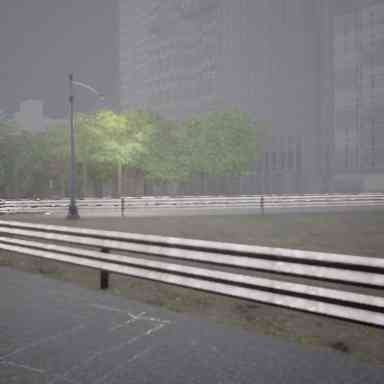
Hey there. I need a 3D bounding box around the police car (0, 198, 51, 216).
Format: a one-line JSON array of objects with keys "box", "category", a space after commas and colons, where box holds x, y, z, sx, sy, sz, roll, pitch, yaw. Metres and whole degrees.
[{"box": [-15.518, 1.332, 30.247, 4.974, 1.542, 2.038, -1, -1, 7], "category": "police car"}]
